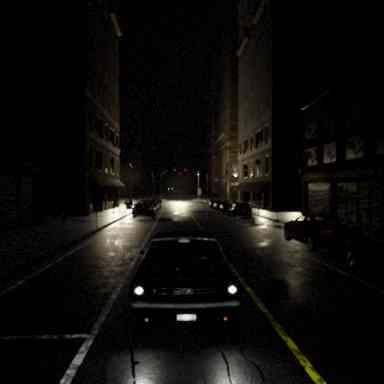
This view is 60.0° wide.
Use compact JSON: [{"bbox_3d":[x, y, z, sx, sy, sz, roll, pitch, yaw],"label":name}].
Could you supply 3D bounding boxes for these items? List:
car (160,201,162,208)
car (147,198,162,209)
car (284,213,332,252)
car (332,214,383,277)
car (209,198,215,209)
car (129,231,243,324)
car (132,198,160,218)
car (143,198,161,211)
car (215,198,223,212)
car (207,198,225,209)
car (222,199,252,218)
[{"bbox_3d":[-4.535,1.554,35.344,1.947,1.339,4.313,-1,0,-3],"label":"car"},{"bbox_3d":[-5.153,1.532,46.337,1.887,1.381,4.507,-1,0,-3],"label":"car"},{"bbox_3d":[5.212,1.536,13.836,1.887,1.381,4.507,-1,0,-3],"label":"car"},{"bbox_3d":[5.520,1.434,8.340,1.967,1.590,4.097,-1,0,-3],"label":"car"},{"bbox_3d":[3.667,1.530,41.319,1.887,1.381,4.507,-1,0,-3],"label":"car"},{"bbox_3d":[-0.175,1.597,7.274,1.895,1.301,4.718,0,0,-2],"label":"car"},{"bbox_3d":[-4.228,1.429,29.847,1.967,1.590,4.097,-1,0,-3],"label":"car"},{"bbox_3d":[-4.844,1.538,40.840,2.008,1.369,4.403,-1,0,-3],"label":"car"},{"bbox_3d":[3.976,1.530,35.822,1.887,1.381,4.507,-1,0,-3],"label":"car"},{"bbox_3d":[3.358,1.530,46.815,1.887,1.381,4.507,-1,0,-3],"label":"car"},{"bbox_3d":[4.286,1.552,30.326,1.947,1.339,4.313,-1,0,-3],"label":"car"}]
